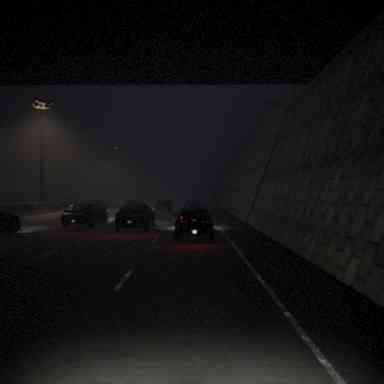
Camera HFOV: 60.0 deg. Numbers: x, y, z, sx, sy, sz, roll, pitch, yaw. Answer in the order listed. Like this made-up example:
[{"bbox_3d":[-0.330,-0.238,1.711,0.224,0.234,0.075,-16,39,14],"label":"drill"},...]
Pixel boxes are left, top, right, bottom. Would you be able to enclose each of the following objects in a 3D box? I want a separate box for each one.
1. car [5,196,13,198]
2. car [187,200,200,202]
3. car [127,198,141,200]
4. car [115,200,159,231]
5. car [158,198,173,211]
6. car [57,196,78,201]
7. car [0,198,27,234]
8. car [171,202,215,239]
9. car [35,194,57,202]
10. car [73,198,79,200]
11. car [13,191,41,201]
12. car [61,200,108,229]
[{"bbox_3d":[-31.434,1.515,57.474,2.128,1.511,4.902,0,0,0],"label":"car"},{"bbox_3d":[0.144,1.595,39.445,1.895,1.301,4.718,0,0,0],"label":"car"},{"bbox_3d":[-6.856,1.487,39.764,2.128,1.511,4.902,0,0,0],"label":"car"},{"bbox_3d":[-3.379,1.475,20.446,1.882,1.535,5.008,0,0,0],"label":"car"},{"bbox_3d":[-3.355,1.486,40.108,2.128,1.511,4.902,0,0,0],"label":"car"},{"bbox_3d":[-20.934,1.493,57.462,1.837,1.490,4.892,0,0,0],"label":"car"},{"bbox_3d":[-10.385,1.350,16.204,2.097,1.767,4.553,0,0,0],"label":"car"},{"bbox_3d":[0.116,1.502,17.121,1.837,1.490,4.892,0,0,0],"label":"car"},{"bbox_3d":[-24.434,1.608,57.466,2.033,1.411,5.357,0,0,0],"label":"car"},{"bbox_3d":[-10.361,1.543,35.144,2.033,1.411,5.357,0,0,0],"label":"car"},{"bbox_3d":[-27.934,0.873,57.440,2.150,2.045,5.566,0,0,0],"label":"car"},{"bbox_3d":[-6.878,1.488,21.692,2.128,1.511,4.902,0,0,0],"label":"car"}]
